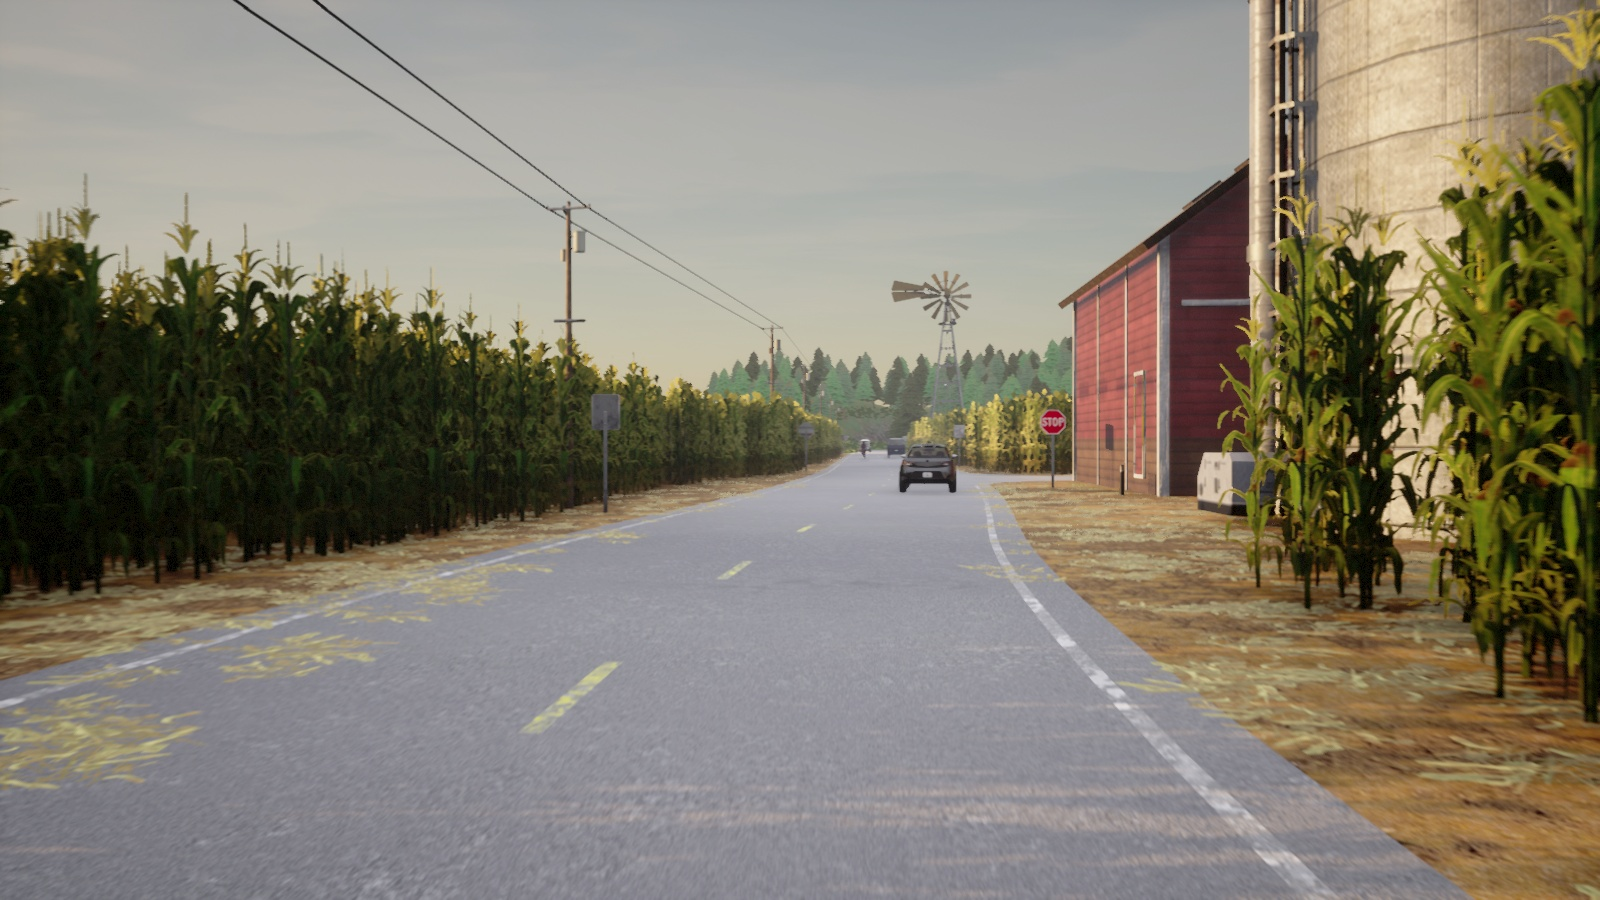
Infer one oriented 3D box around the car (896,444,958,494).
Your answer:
[{"bbox_3d":[4.015,0.542,39.386,1.816,1.474,4.193,0,0,7],"label":"car"}]
